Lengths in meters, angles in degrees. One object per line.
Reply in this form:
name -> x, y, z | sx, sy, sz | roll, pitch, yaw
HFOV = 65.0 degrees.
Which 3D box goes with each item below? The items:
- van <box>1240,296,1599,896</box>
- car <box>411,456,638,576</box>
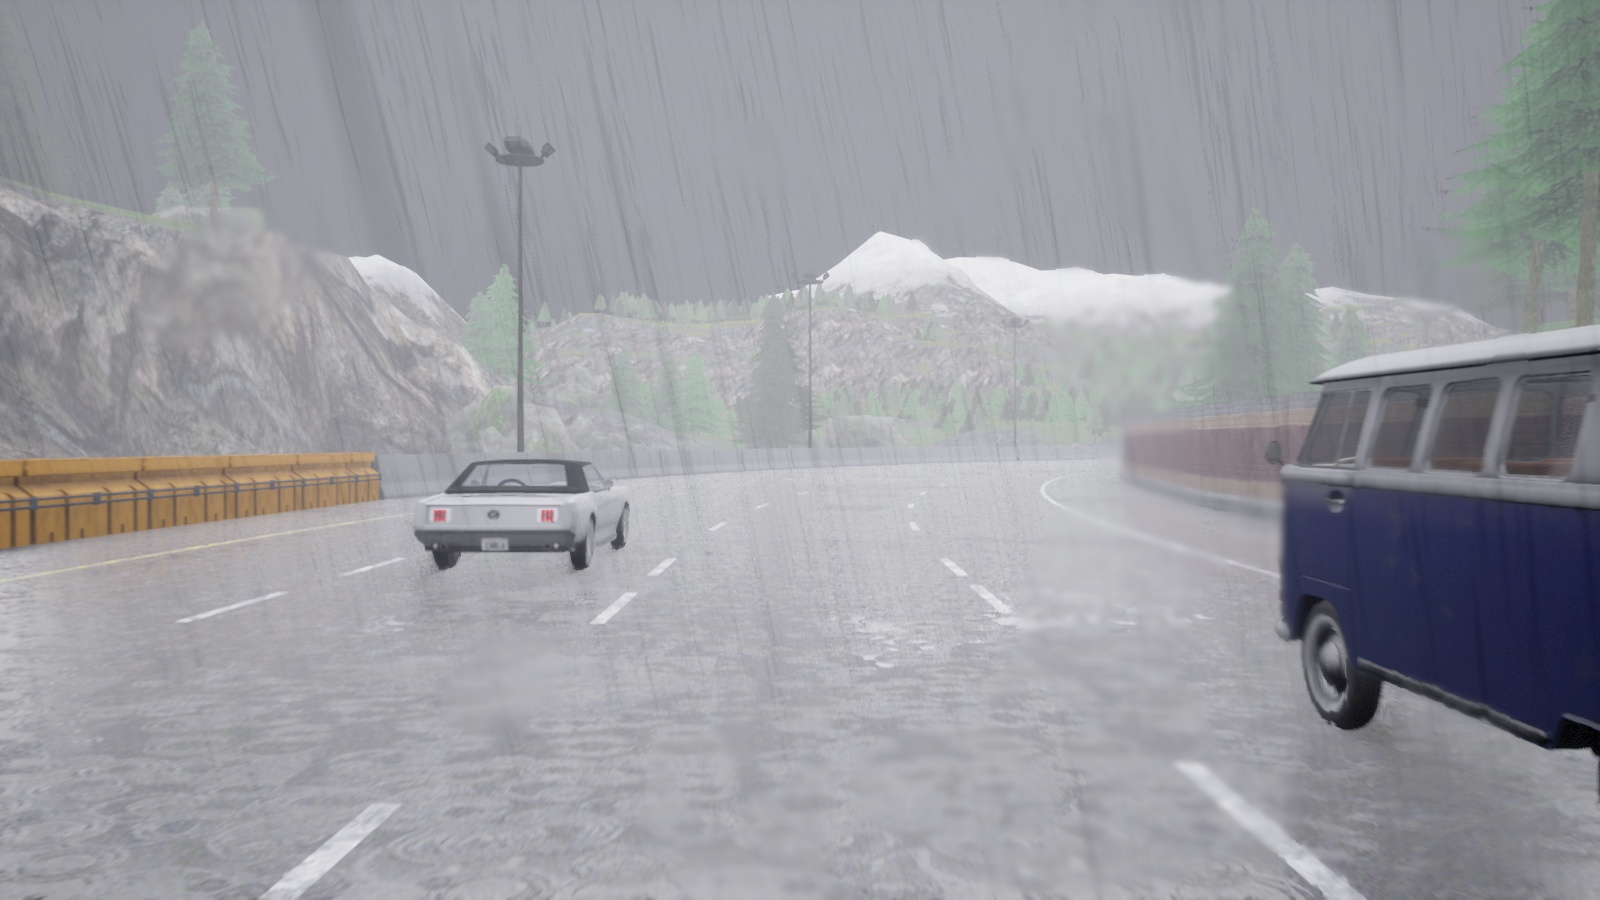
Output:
van -> 3.543, 0.474, 5.380 | 1.775, 1.987, 4.442 | 0, 1, 0
car -> -3.391, 0.751, 16.437 | 1.895, 1.301, 4.718 | 0, 0, 1
